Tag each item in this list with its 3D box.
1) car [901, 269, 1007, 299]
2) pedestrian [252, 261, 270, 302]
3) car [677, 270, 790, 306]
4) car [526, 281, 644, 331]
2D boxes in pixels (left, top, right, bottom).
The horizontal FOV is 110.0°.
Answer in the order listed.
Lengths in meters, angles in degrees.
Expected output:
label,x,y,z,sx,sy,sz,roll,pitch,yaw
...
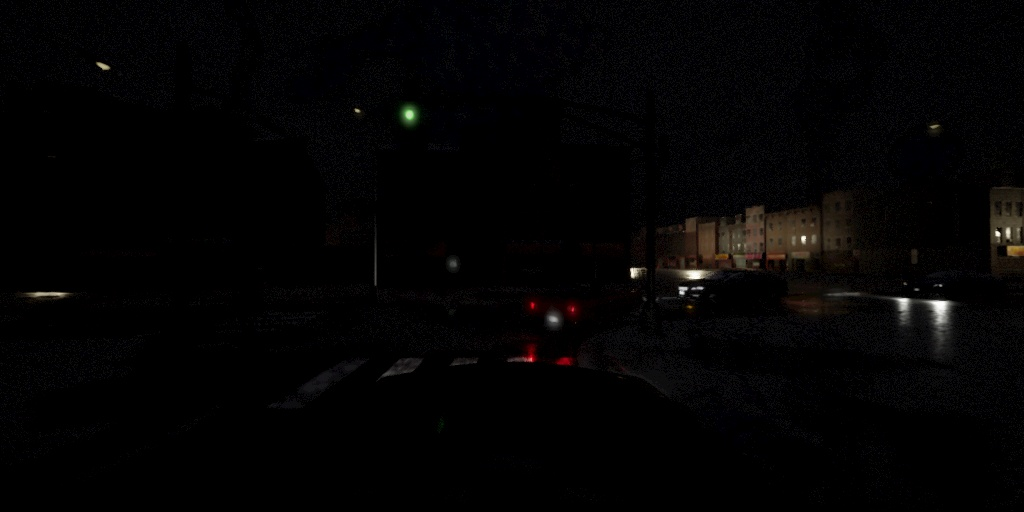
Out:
label,x,y,z,sx,sy,sz,roll,pitch,yaw
car,22.910,1.423,18.593,4.674,1.442,1.812,0,-1,-8
pedestrian,-11.204,1.116,15.972,0.375,1.860,0.375,0,-1,-9
car,10.091,1.396,16.496,4.902,1.511,2.128,0,-1,-8
car,2.582,1.457,11.562,1.895,1.301,4.718,-1,-1,40
